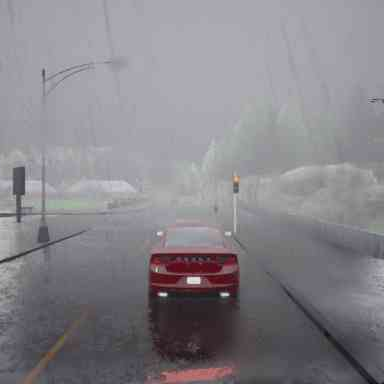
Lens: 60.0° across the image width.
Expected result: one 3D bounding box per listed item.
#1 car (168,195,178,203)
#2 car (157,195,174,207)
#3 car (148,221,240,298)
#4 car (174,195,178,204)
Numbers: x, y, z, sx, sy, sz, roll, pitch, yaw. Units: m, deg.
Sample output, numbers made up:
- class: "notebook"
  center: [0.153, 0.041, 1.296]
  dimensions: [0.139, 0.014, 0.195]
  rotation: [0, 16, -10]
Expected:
- class: "car"
  center: [-4.052, 1.500, 70.905]
  dimensions: [1.837, 1.490, 4.892]
  rotation: [0, 0, 0]
- class: "car"
  center: [-4.132, 1.526, 50.822]
  dimensions: [1.812, 1.442, 4.674]
  rotation: [0, 0, 0]
- class: "car"
  center: [0.053, 1.478, 8.591]
  dimensions: [1.882, 1.535, 5.008]
  rotation: [0, 0, 0]
- class: "car"
  center: [-4.125, 1.526, 60.740]
  dimensions: [1.812, 1.442, 4.674]
  rotation: [0, 0, 1]
